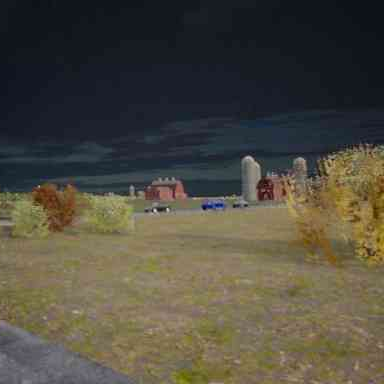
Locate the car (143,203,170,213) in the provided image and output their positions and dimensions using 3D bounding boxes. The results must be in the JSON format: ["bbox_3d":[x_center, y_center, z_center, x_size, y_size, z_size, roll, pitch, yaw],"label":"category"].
[{"bbox_3d":[-5.317,2.389,50.703,1.837,1.490,4.892,-2,-2,36],"label":"car"}]

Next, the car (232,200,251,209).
[{"bbox_3d":[9.762,2.361,65.490,2.097,1.767,4.553,-2,-2,36],"label":"car"}]

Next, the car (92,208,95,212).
[{"bbox_3d":[-11.089,2.281,42.709,1.837,1.490,4.892,-2,-2,36],"label":"car"}]

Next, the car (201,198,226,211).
[{"bbox_3d":[3.750,2.116,57.106,2.150,2.045,5.566,-2,-2,36],"label":"car"}]

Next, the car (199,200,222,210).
[{"bbox_3d":[3.542,2.400,62.845,2.097,1.767,4.553,-2,-2,36],"label":"car"}]
